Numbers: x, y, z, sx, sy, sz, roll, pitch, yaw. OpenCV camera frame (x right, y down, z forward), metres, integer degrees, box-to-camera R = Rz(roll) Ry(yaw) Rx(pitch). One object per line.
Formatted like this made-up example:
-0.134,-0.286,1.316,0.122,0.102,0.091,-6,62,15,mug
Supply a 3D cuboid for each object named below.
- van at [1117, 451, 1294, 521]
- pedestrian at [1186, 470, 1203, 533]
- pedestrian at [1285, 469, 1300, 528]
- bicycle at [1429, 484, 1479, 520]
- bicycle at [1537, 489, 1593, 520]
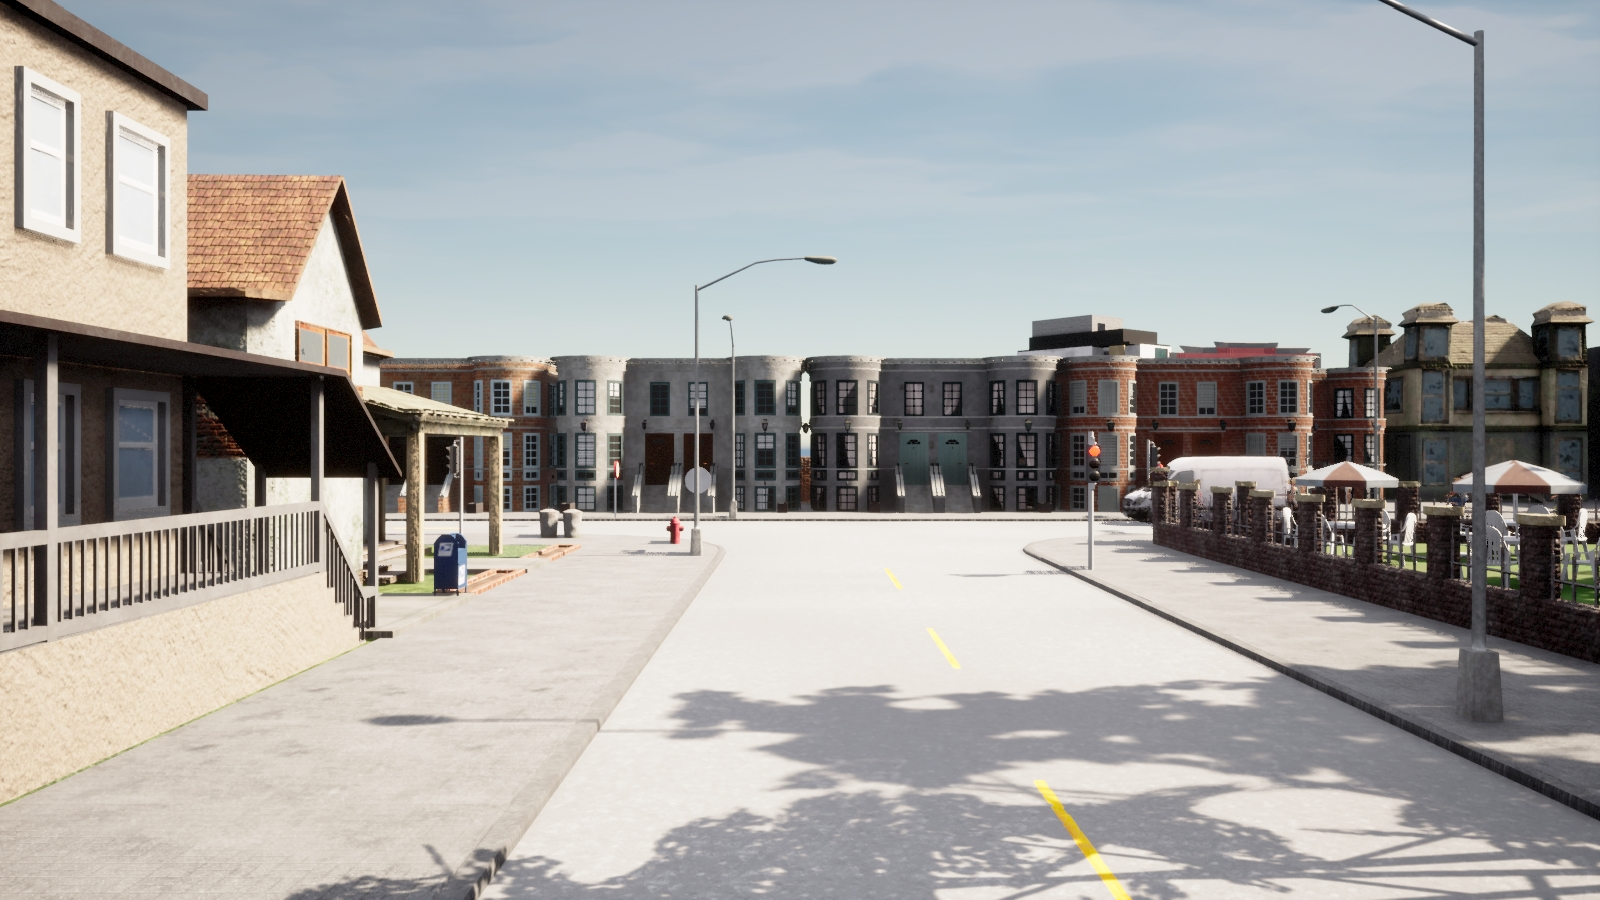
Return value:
15.105,1.314,42.745,5.915,2.561,1.988,0,0,0,van
11.730,1.516,33.964,0.375,1.860,0.375,0,0,0,pedestrian
15.510,1.517,35.998,0.375,1.860,0.375,0,0,15,pedestrian
24.450,1.936,42.726,1.643,1.296,0.373,0,0,0,bicycle
28.585,2.037,42.717,1.487,1.080,0.859,-1,0,-1,bicycle
